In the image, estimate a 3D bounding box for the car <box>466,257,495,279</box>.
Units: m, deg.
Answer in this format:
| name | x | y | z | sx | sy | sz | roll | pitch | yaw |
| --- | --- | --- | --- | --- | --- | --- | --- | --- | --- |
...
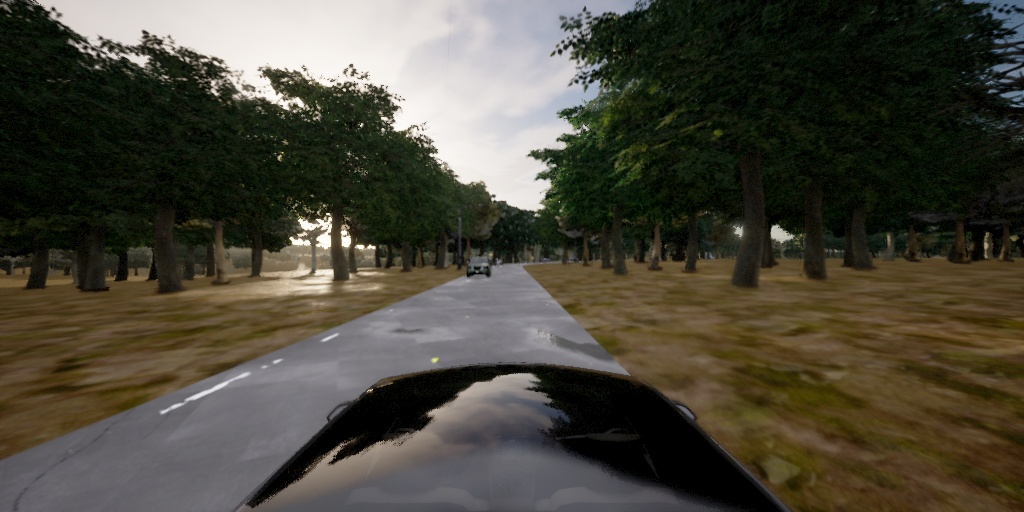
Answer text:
| name | x | y | z | sx | sy | sz | roll | pitch | yaw |
| --- | --- | --- | --- | --- | --- | --- | --- | --- | --- |
| car | -3.102 | 1.066 | 34.641 | 2.150 | 2.045 | 5.566 | 0 | 0 | 0 |
